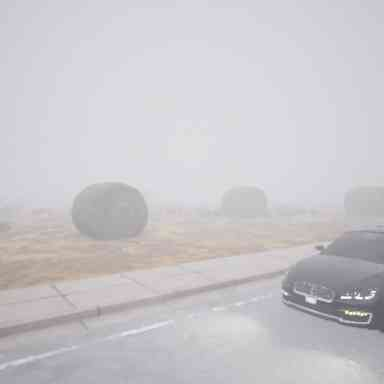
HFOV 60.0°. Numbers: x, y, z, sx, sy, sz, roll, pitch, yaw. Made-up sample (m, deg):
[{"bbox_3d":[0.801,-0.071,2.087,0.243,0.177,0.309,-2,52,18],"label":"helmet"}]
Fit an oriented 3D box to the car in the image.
[{"bbox_3d":[3.886,1.503,6.752,4.892,1.490,1.837,0,0,-36],"label":"car"}]
